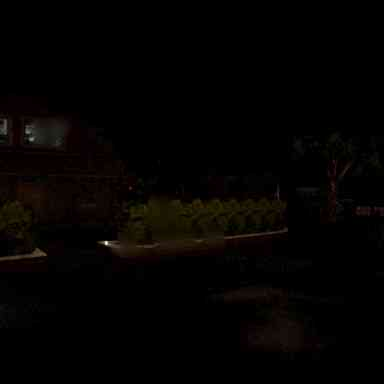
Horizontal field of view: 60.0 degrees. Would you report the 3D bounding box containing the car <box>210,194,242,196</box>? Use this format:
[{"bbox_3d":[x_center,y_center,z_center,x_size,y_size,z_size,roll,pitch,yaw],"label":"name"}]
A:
[{"bbox_3d":[3.421,1.223,27.967,2.150,2.045,5.566,0,0,-35],"label":"car"}]

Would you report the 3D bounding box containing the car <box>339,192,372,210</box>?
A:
[{"bbox_3d":[17.452,0.985,36.235,3.866,1.878,1.905,0,0,0],"label":"car"}]
